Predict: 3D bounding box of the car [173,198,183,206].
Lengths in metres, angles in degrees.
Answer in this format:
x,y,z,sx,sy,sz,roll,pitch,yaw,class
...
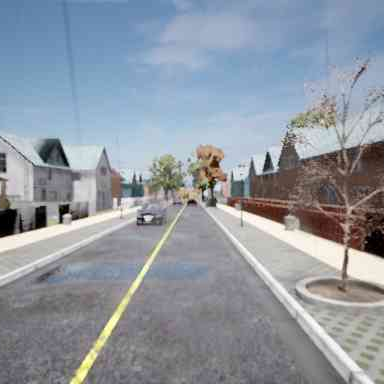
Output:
x,y,z,sx,sy,sz,roll,pitch,yaw,class
-2.763,1.948,64.897,2.033,1.411,5.357,0,-1,0,car

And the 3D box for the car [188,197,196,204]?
x,y,z,sx,sy,sz,roll,pitch,yaw,class
-0.004,1.974,80.239,1.882,1.535,5.008,0,-1,0,car

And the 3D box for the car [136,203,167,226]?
x,y,z,sx,sy,sz,roll,pitch,yaw,class
-2.848,1.567,24.094,2.128,1.511,4.902,0,0,0,car

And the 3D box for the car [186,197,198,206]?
x,y,z,sx,sy,sz,roll,pitch,yaw,class
-0.003,1.877,61.663,1.837,1.490,4.892,0,-1,0,car

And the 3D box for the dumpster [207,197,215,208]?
x,y,z,sx,sy,sz,roll,pitch,yaw,class
3.031,1.681,53.299,1.020,1.700,1.940,2,1,0,dumpster
